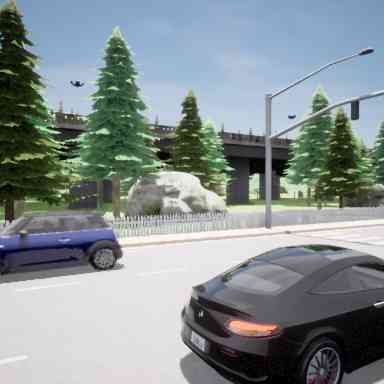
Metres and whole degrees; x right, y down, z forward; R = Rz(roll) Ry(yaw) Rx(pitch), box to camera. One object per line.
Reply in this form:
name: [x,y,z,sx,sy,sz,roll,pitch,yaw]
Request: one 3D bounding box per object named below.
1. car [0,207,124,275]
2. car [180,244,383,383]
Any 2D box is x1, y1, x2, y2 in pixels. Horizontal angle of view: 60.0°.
car: [-4.367,1.352,9.461,4.553,1.767,2.097,0,0,-30]
car: [2.082,1.526,4.908,4.674,1.442,1.812,0,0,-29]
